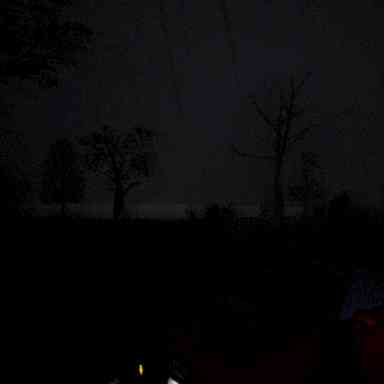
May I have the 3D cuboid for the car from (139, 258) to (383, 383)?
[{"bbox_3d":[1.481,1.598,4.122,4.181,1.385,1.994,1,0,-35],"label":"car"}]
